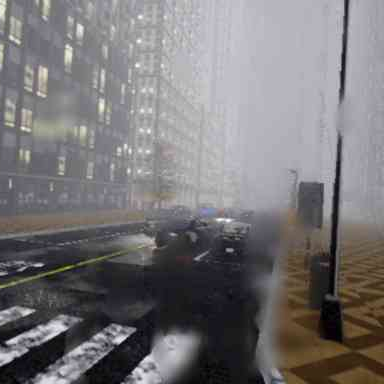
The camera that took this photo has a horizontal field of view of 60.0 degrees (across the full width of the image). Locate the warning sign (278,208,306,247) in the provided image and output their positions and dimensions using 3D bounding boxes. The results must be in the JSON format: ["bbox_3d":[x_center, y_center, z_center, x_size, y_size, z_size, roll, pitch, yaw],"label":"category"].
[{"bbox_3d":[5.343,1.859,17.835,1.300,1.860,1.060,4,0,16],"label":"warning sign"}]

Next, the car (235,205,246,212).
[{"bbox_3d":[11.153,3.780,76.616,1.947,1.339,4.313,2,-1,16],"label":"car"}]

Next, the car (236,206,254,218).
[{"bbox_3d":[7.222,2.893,42.403,1.994,1.385,4.181,3,-1,17],"label":"car"}]

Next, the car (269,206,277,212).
[{"bbox_3d":[22.110,4.640,91.023,1.837,1.490,4.892,3,-1,16],"label":"car"}]

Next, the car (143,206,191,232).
[{"bbox_3d":[-1.727,1.914,22.842,2.128,1.511,4.902,3,-1,16],"label":"car"}]

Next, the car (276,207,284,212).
[{"bbox_3d":[23.900,4.775,90.524,1.887,1.381,4.507,2,-1,16],"label":"car"}]

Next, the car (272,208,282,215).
[{"bbox_3d":[17.619,4.014,68.857,1.947,1.339,4.313,2,-1,16],"label":"car"}]

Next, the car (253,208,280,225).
[{"bbox_3d":[8.199,2.836,36.360,1.947,1.339,4.313,2,-1,16],"label":"car"}]

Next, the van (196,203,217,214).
[{"bbox_3d":[1.747,2.379,44.132,1.690,1.788,3.998,2,-1,16],"label":"van"}]

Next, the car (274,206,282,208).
[{"bbox_3d":[14.478,3.638,58.025,1.802,1.307,4.206,2,-1,16],"label":"car"}]

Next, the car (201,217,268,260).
[{"bbox_3d":[2.044,2.038,14.661,2.008,1.369,4.403,2,-1,16],"label":"car"}]

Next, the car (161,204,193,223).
[{"bbox_3d":[-1.397,2.084,33.299,1.967,1.590,4.097,2,-1,16],"label":"car"}]

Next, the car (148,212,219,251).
[{"bbox_3d":[-0.264,1.951,16.510,1.994,1.385,4.181,3,-1,16],"label":"car"}]

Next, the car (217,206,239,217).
[{"bbox_3d":[4.562,2.772,44.282,1.994,1.385,4.181,3,-1,17],"label":"car"}]

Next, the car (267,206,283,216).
[{"bbox_3d":[12.909,3.426,52.609,1.947,1.339,4.313,2,-1,16],"label":"car"}]

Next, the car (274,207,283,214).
[{"bbox_3d":[20.759,4.406,79.691,1.947,1.339,4.313,2,-1,16],"label":"car"}]
